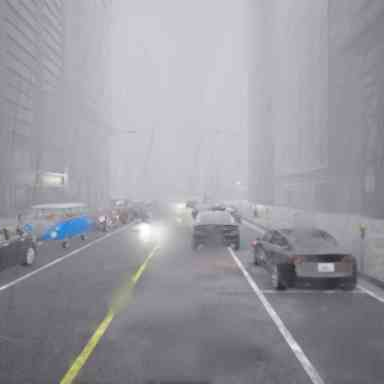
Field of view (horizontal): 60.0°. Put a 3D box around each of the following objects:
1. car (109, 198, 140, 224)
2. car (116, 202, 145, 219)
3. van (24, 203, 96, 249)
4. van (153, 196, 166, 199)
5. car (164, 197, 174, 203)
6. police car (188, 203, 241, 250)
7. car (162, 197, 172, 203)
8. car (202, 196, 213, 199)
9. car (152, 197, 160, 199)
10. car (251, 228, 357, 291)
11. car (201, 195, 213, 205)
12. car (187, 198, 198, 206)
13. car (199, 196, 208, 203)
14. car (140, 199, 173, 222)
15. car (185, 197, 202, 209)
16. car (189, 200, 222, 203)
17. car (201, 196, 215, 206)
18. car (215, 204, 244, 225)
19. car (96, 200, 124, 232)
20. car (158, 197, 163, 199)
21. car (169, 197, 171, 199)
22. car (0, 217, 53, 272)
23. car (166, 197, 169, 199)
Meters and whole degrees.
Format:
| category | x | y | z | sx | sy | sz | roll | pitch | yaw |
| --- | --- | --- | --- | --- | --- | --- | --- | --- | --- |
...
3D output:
| category | x | y | z | sx | sy | sz | roll | pitch | yaw |
| --- | --- | --- | --- | --- | --- | --- | --- | --- | --- |
| car | -5.732 | 1.420 | 25.863 | 2.192 | 1.841 | 5.009 | 0 | 0 | 0 |
| car | -5.723 | 1.695 | 31.499 | 1.947 | 1.339 | 4.313 | 0 | 0 | 0 |
| van | -5.747 | 1.400 | 14.590 | 1.690 | 1.788 | 3.998 | 0 | 0 | 0 |
| van | -5.694 | 1.569 | 54.046 | 1.690 | 1.788 | 3.998 | 0 | 0 | 0 |
| car | -5.656 | 1.920 | 82.228 | 2.008 | 1.369 | 4.403 | 0 | 0 | 0 |
| police car | 0.919 | 1.485 | 14.668 | 1.930 | 1.638 | 5.238 | 0 | 0 | 0 |
| car | -5.663 | 1.906 | 76.591 | 1.947 | 1.339 | 4.313 | 0 | 0 | 0 |
| car | 2.823 | 1.642 | 48.402 | 1.967 | 1.590 | 4.097 | 0 | 0 | 0 |
| car | -5.708 | 1.727 | 42.772 | 2.008 | 1.369 | 4.403 | 0 | 0 | 0 |
| car | 2.771 | 1.602 | 8.947 | 1.947 | 1.339 | 4.313 | 0 | 0 | 0 |
| car | 2.845 | 1.597 | 65.311 | 2.192 | 1.841 | 5.009 | 0 | 0 | 0 |
| car | 0.085 | 1.838 | 63.584 | 1.994 | 1.385 | 4.181 | 0 | 0 | 0 |
| car | 2.869 | 1.809 | 82.218 | 1.967 | 1.590 | 4.097 | 0 | 0 | 0 |
| car | -3.061 | 1.605 | 27.763 | 2.128 | 1.511 | 4.902 | 0 | 0 | 0 |
| car | 0.068 | 1.707 | 48.145 | 1.837 | 1.490 | 4.892 | 0 | 0 | 0 |
| car | 0.933 | 1.578 | 24.558 | 1.882 | 1.535 | 5.008 | 0 | 0 | 0 |
| car | 2.838 | 1.570 | 59.674 | 2.192 | 1.841 | 5.009 | 0 | 0 | 0 |
| car | 2.794 | 1.687 | 25.857 | 1.802 | 1.307 | 4.206 | 0 | 0 | 0 |
| car | -5.739 | 1.522 | 20.225 | 1.967 | 1.590 | 4.097 | 0 | 0 | 0 |
| car | -5.701 | 1.784 | 48.409 | 1.802 | 1.307 | 4.206 | 0 | 0 | 0 |
| car | -5.678 | 1.864 | 65.318 | 1.802 | 1.307 | 4.206 | 0 | 0 | 0 |
| car | -5.754 | 1.587 | 8.952 | 2.008 | 1.369 | 4.403 | 0 | 0 | 0 |
| car | -5.686 | 1.779 | 59.512 | 1.752 | 1.417 | 4.829 | 0 | 0 | 0 |
